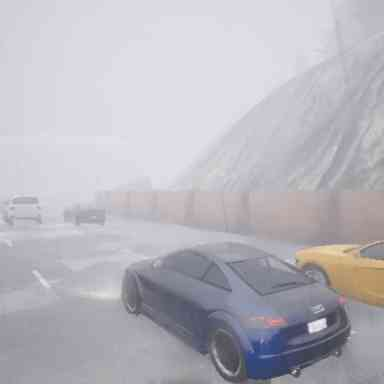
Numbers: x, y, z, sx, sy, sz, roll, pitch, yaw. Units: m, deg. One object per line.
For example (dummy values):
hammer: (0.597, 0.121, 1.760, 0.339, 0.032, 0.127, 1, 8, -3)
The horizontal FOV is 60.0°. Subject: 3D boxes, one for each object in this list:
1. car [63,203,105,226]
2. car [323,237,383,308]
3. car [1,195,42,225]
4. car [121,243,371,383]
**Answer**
car: (-7.796, 1.521, 23.798, 1.882, 1.535, 5.008, 0, 0, -34)
car: (4.239, 1.489, 6.196, 1.882, 1.535, 5.008, 0, 0, -34)
car: (-12.742, 1.269, 24.939, 2.150, 2.045, 5.566, 0, 0, -33)
car: (0.375, 1.575, 5.645, 1.994, 1.385, 4.181, 0, 0, -34)
